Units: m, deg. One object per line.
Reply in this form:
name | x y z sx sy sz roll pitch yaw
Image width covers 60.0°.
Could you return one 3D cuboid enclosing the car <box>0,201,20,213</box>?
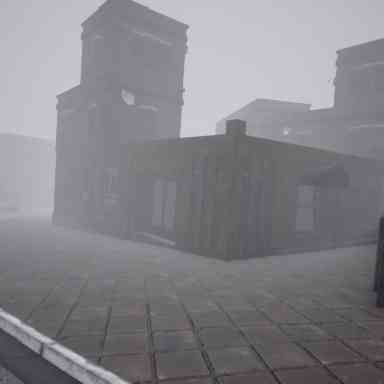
car | -24.418 1.933 43.503 1.994 1.385 4.181 4 -1 5
